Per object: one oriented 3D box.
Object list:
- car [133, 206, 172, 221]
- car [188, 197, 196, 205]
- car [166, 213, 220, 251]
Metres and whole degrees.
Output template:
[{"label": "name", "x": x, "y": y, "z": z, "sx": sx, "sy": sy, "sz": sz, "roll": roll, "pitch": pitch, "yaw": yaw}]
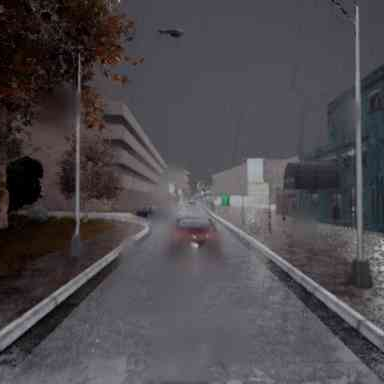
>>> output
[{"label": "car", "x": -3.849, "y": 1.966, "z": 31.534, "sx": 1.895, "sy": 1.301, "sz": 4.718, "roll": 3, "pitch": -2, "yaw": -36}, {"label": "car", "x": -0.006, "y": 2.537, "z": 83.760, "sx": 2.033, "sy": 1.411, "sz": 5.357, "roll": 0, "pitch": 0, "yaw": 0}, {"label": "car", "x": 0.091, "y": 1.684, "z": 14.307, "sx": 1.895, "sy": 1.301, "sz": 4.718, "roll": 0, "pitch": -1, "yaw": 0}]
